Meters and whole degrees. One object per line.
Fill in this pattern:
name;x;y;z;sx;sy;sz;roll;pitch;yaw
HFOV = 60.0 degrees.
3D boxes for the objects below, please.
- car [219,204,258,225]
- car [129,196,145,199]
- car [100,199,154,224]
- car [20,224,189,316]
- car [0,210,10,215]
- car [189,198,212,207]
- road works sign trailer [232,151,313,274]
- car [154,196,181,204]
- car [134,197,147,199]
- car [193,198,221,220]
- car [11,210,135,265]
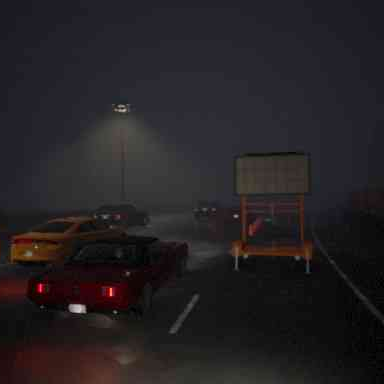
car;3.797;1.704;25.496;1.994;1.385;4.181;-1;0;20
car;-10.477;1.852;61.680;2.150;2.045;5.566;-1;0;30
car;-4.658;1.595;22.380;2.097;1.767;4.553;-1;0;18
car;-1.439;1.683;7.773;1.895;1.301;4.718;-1;0;13
car;-15.327;1.941;24.142;1.812;1.442;4.674;-1;0;17
car;1.574;1.942;61.431;2.128;1.511;4.902;-1;-1;32
road works sign trailer;2.637;0.510;10.912;2.380;3.560;2.880;-1;0;16
car;-3.974;1.736;58.984;2.150;2.045;5.566;-1;-1;30
car;-7.556;2.120;59.738;2.033;1.411;5.357;-1;0;30
car;1.866;1.558;30.283;2.097;1.767;4.553;-1;0;21
car;-4.035;1.630;11.855;1.882;1.535;5.008;-1;0;14
